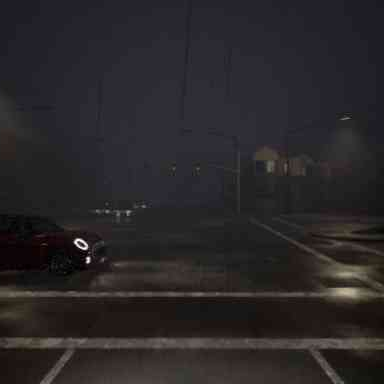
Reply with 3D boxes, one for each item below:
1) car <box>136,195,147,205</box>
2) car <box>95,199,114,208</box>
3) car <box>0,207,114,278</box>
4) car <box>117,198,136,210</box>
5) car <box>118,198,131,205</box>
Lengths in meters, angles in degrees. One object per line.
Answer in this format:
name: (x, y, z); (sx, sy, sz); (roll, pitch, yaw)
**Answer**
car: (-10.484, 1.661, 68.335); (2.150, 2.045, 5.566); (0, 0, 0)
car: (-14.074, 1.910, 53.816); (2.097, 1.767, 4.553); (0, 0, 0)
car: (-4.962, 1.474, 10.115); (4.553, 1.767, 2.097); (0, -1, 0)
car: (-10.576, 2.071, 52.880); (1.837, 1.490, 4.892); (0, 0, 0)
car: (-13.984, 1.959, 69.205); (1.812, 1.442, 4.674); (0, 0, 0)
